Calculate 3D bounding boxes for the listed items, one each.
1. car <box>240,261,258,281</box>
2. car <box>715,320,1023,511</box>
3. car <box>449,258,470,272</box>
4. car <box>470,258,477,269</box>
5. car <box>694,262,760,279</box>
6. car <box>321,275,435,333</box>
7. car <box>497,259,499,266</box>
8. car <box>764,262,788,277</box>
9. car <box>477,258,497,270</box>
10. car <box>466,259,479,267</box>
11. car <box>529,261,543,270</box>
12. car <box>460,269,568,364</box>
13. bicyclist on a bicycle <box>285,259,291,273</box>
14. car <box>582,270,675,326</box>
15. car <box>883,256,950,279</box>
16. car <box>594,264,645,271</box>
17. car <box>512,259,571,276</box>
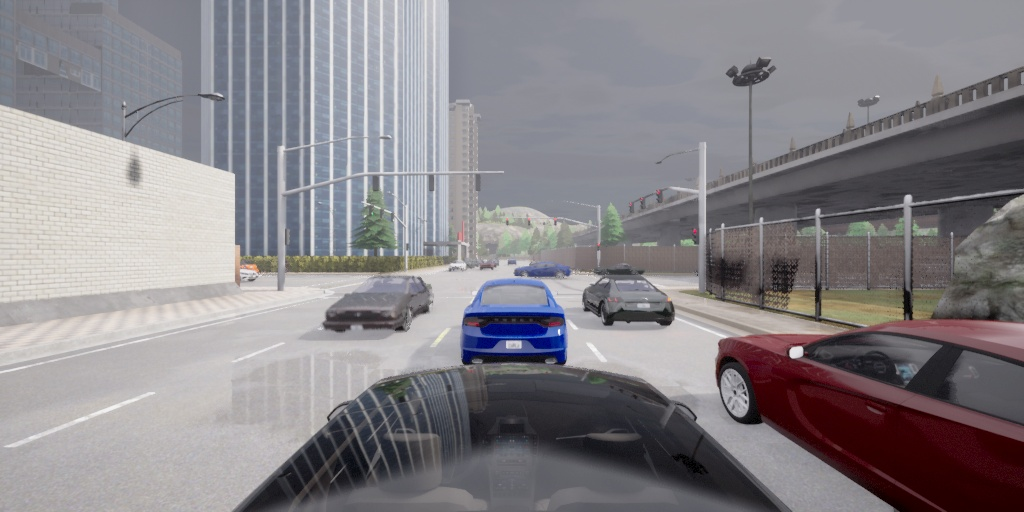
[{"bbox_3d":[-22.634,1.331,28.218,4.674,1.442,1.812,0,0,0],"label":"car"},{"bbox_3d":[3.601,1.228,2.715,1.882,1.535,5.008,0,0,0],"label":"car"},{"bbox_3d":[-7.086,1.275,47.271,1.812,1.442,4.674,0,0,0],"label":"car"},{"bbox_3d":[-7.078,1.101,56.136,2.097,1.767,4.553,0,0,0],"label":"car"},{"bbox_3d":[18.916,1.282,31.979,5.008,1.535,1.882,0,0,0],"label":"car"},{"bbox_3d":[-3.693,1.297,11.074,2.033,1.411,5.357,0,0,-1],"label":"car"},{"bbox_3d":[-3.566,1.349,61.058,1.895,1.301,4.718,0,0,0],"label":"car"},{"bbox_3d":[24.837,1.309,35.491,4.892,1.490,1.837,0,0,0],"label":"car"},{"bbox_3d":[-3.579,1.350,51.894,1.895,1.301,4.718,0,0,0],"label":"car"},{"bbox_3d":[-7.051,1.312,64.776,1.994,1.385,4.181,0,0,-1],"label":"car"},{"bbox_3d":[3.520,1.349,52.802,1.895,1.301,4.718,0,0,1],"label":"car"},{"bbox_3d":[0.053,1.227,8.049,1.882,1.535,5.008,0,0,1],"label":"car"},{"bbox_3d":[-25.296,1.105,40.175,0.582,1.620,1.656,0,0,0],"label":"bicyclist on a bicycle"},{"bbox_3d":[3.576,1.314,11.709,1.994,1.385,4.181,0,0,0],"label":"car"},{"bbox_3d":[36.636,1.025,32.004,5.566,2.045,2.150,0,0,-1],"label":"car"},{"bbox_3d":[10.488,1.401,35.464,4.718,1.301,1.895,0,0,0],"label":"car"},{"bbox_3d":[2.693,1.252,31.948,5.008,1.535,1.882,0,0,0],"label":"car"}]
